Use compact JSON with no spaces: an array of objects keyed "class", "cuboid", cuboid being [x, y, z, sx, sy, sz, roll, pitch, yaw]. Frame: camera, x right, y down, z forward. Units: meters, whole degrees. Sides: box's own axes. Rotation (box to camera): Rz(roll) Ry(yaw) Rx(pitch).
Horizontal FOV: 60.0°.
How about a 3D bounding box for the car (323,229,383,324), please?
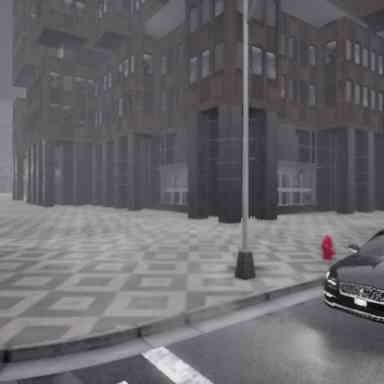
[{"class":"car","cuboid":[4.572,1.462,6.680,4.892,1.490,1.837,0,0,-37]}]
